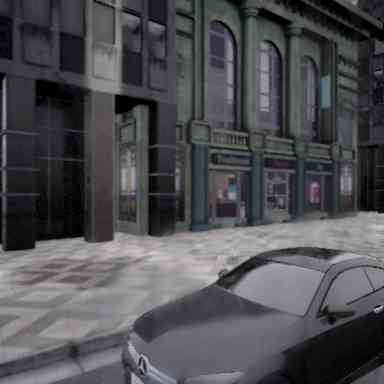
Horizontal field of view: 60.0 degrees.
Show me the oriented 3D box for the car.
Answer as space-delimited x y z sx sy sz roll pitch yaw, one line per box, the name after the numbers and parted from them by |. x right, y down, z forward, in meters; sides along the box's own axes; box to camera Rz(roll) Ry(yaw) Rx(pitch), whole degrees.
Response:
1.421 1.523 4.383 4.674 1.442 1.812 0 0 -35 | car
